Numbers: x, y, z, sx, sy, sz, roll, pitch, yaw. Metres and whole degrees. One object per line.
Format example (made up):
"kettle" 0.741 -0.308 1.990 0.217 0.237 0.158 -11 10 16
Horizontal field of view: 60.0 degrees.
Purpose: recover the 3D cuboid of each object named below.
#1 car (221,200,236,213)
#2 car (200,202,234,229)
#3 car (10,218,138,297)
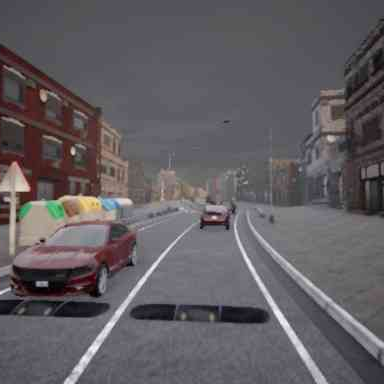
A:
"car" 4.366 1.754 41.096 2.033 1.649 4.856 0 -1 9
"car" 1.683 1.667 23.340 2.163 1.488 4.792 0 0 7
"car" -2.780 1.532 8.956 1.882 1.535 5.008 0 0 3
